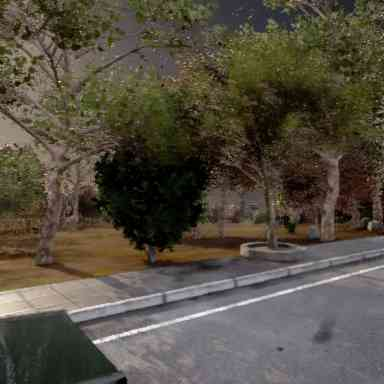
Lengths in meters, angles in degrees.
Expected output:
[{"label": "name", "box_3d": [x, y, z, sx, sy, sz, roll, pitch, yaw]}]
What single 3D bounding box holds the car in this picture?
[{"label": "car", "box_3d": [-2.888, 1.598, 1.932, 4.718, 1.301, 1.895, 0, 0, -35]}]
